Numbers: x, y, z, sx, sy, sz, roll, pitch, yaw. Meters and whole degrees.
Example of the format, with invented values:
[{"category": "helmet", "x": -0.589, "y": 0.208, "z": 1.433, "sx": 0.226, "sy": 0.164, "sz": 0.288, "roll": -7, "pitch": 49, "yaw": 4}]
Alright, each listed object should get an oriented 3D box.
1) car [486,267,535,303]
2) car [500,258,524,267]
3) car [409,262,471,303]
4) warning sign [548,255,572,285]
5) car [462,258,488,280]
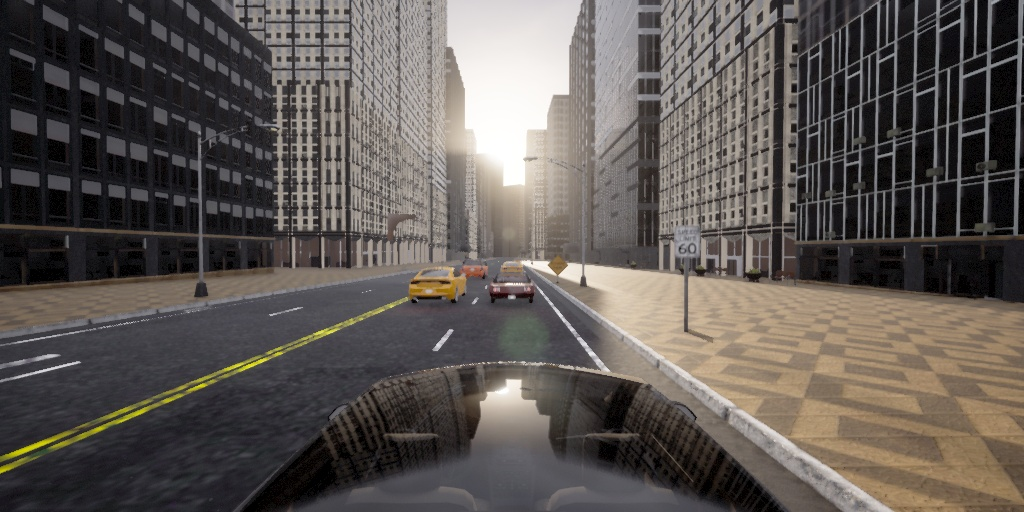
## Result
[{"category": "car", "x": 0.000, "y": 1.361, "z": 16.533, "sx": 1.895, "sy": 1.301, "sz": 4.718, "roll": 0, "pitch": 0, "yaw": 0}, {"category": "car", "x": 0.000, "y": 1.226, "z": 31.504, "sx": 1.882, "sy": 1.535, "sz": 5.008, "roll": 0, "pitch": 0, "yaw": 0}, {"category": "car", "x": -3.250, "y": 1.230, "z": 16.502, "sx": 1.882, "sy": 1.535, "sz": 5.008, "roll": 0, "pitch": 0, "yaw": 0}, {"category": "warning sign", "x": 2.850, "y": 0.858, "z": 22.470, "sx": 1.300, "sy": 1.860, "sz": 1.060, "roll": 0, "pitch": 0, "yaw": 0}, {"category": "car", "x": -3.250, "y": 1.107, "z": 31.474, "sx": 2.097, "sy": 1.767, "sz": 4.553, "roll": 0, "pitch": 0, "yaw": 0}]
